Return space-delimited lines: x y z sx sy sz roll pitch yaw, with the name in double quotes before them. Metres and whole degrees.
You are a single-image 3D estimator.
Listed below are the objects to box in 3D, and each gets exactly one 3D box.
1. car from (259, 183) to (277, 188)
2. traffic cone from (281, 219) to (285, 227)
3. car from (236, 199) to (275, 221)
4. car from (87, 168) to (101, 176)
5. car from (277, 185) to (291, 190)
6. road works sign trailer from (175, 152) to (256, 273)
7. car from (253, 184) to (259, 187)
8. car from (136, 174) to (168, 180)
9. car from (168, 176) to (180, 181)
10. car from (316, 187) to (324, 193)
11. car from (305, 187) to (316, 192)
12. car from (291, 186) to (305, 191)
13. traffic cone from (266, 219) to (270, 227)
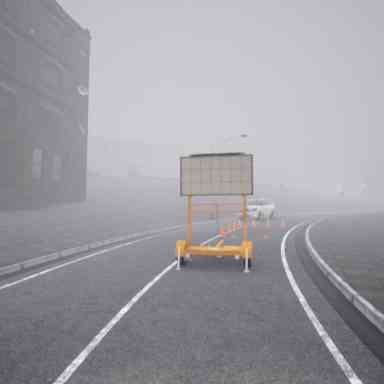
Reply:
"car" 15.602 -1.109 72.882 4.792 1.488 2.163 3 -6 -38
"traffic cone" 6.252 2.125 22.870 0.340 0.580 0.340 -2 -1 17
"car" 6.173 1.666 31.776 2.150 2.045 5.566 -3 -3 33
"car" -16.331 -2.864 50.929 4.553 1.767 2.185 2 -5 -33
"car" 19.898 -0.831 76.336 4.674 1.452 2.002 4 -6 -39
"road works sign trailer" 0.841 0.524 11.042 2.380 3.560 2.880 -1 -1 12
"car" 11.075 -1.534 69.394 4.553 1.767 2.185 3 -5 -36
"car" -7.136 -2.351 56.838 4.892 1.521 2.231 2 -5 -33
"car" -2.502 -2.142 59.830 4.892 1.521 2.231 3 -5 -33
"car" 32.412 -0.207 87.329 5.566 2.045 2.435 5 -6 -42
"car" 28.272 -0.416 83.547 4.553 1.767 2.185 4 -6 -41
"car" 24.044 -0.598 79.822 4.892 1.521 2.231 4 -6 -40
"traffic cone" 5.298 2.154 23.161 0.340 0.580 0.340 -2 -1 17
